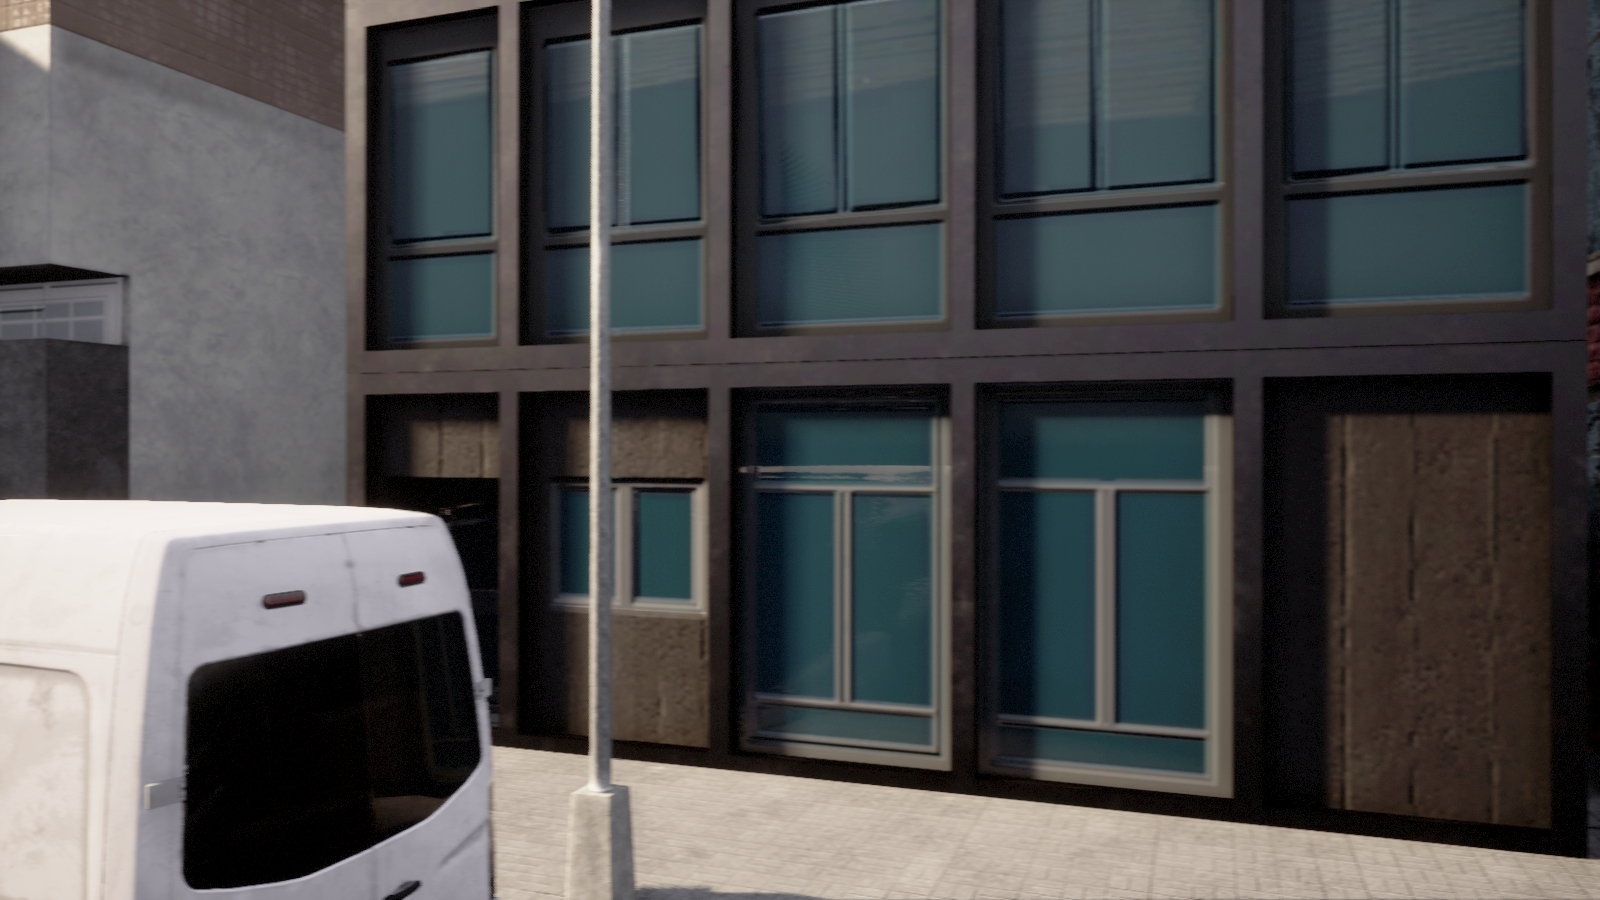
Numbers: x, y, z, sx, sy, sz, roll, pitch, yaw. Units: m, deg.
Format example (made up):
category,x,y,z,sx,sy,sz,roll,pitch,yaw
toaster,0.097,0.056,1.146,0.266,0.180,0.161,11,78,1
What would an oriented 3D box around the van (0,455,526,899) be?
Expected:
category,x,y,z,sx,sy,sz,roll,pitch,yaw
van,-4.396,1.311,5.381,5.915,2.561,1.988,0,0,20
